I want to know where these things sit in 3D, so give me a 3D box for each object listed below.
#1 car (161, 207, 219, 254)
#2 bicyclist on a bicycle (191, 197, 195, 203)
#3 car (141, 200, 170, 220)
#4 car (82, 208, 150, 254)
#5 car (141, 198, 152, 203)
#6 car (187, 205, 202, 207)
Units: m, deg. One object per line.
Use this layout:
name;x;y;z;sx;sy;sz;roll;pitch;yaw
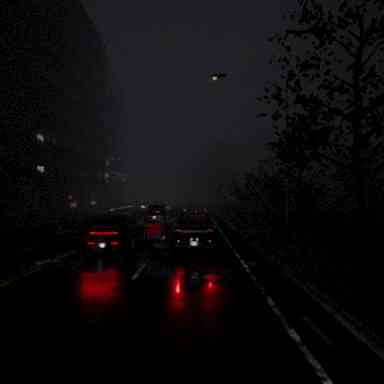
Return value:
car;0.103;1.626;14.177;2.128;1.511;4.902;0;0;1
bicyclist on a bicycle;0.405;2.229;89.804;0.659;1.776;1.843;0;0;-3
car;-2.999;1.783;29.194;1.837;1.490;4.892;0;0;1
car;-3.147;1.641;14.190;1.837;1.490;4.892;0;0;1
car;-9.519;2.030;70.912;2.097;1.767;4.553;0;-1;-1
car;0.246;1.820;28.859;2.033;1.411;5.357;0;-1;1
